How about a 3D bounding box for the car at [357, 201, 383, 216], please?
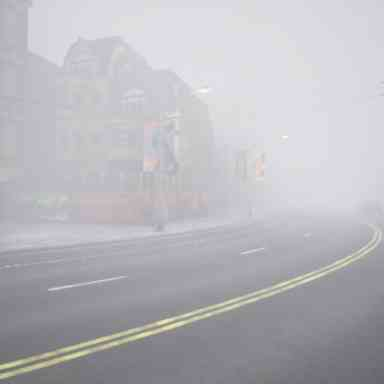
[{"bbox_3d":[20.365,1.781,38.174,2.097,1.767,4.553,0,-1,20],"label":"car"}]
